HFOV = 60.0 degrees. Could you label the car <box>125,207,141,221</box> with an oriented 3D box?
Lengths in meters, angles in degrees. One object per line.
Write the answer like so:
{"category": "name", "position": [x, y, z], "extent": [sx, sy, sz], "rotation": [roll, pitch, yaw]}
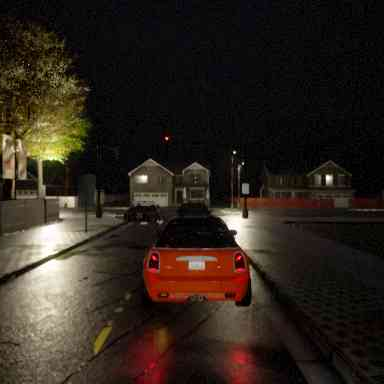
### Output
{"category": "car", "position": [-2.797, 1.159, 19.735], "extent": [1.994, 1.385, 4.181], "rotation": [0, 0, 0]}

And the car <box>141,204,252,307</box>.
{"category": "car", "position": [0.083, 1.349, 8.150], "extent": [2.097, 1.767, 4.553], "rotation": [0, 0, 0]}
